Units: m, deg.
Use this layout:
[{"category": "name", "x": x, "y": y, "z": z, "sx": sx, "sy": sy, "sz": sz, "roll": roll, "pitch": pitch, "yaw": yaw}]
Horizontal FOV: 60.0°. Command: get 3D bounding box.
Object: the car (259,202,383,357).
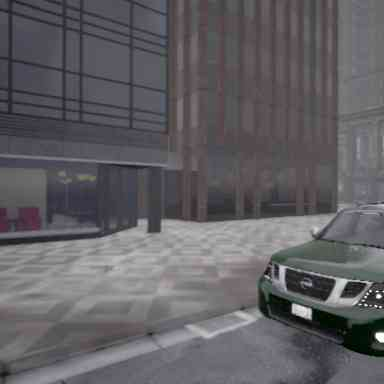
[{"category": "car", "x": 3.703, "y": 1.237, "z": 6.022, "sx": 5.566, "sy": 2.045, "sz": 2.150, "roll": 0, "pitch": 0, "yaw": -36}]
